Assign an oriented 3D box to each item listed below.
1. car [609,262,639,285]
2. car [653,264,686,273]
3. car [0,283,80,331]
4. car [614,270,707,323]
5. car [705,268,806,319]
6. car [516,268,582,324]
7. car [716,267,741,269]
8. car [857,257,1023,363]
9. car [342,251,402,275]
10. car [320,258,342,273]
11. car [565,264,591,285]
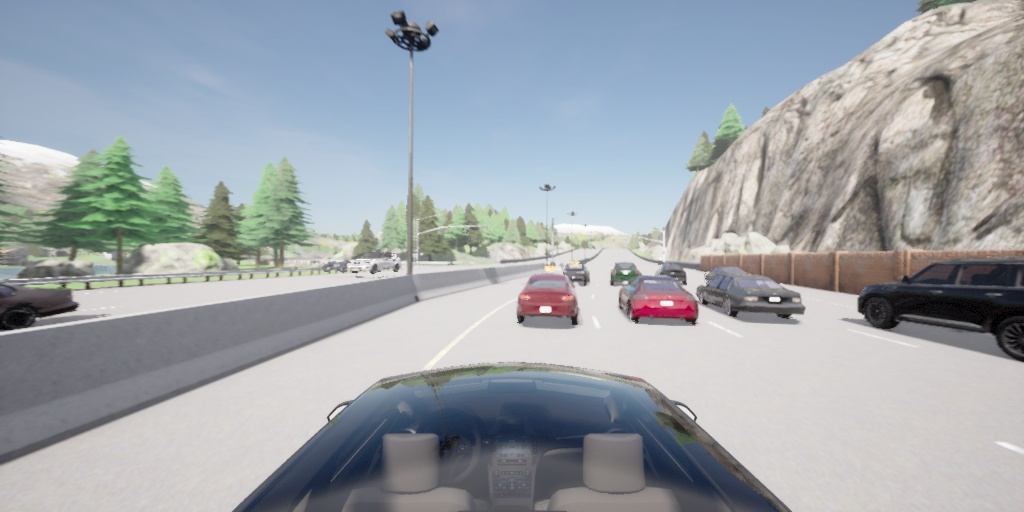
[{"bbox_3d":[8.414,1.203,26.873,2.097,1.767,4.553,0,0,15],"label":"car"},{"bbox_3d":[12.403,1.388,28.271,1.837,1.490,4.892,0,0,15],"label":"car"},{"bbox_3d":[-13.590,1.202,7.926,2.033,1.411,5.357,0,0,5],"label":"car"},{"bbox_3d":[4.896,1.367,12.481,1.994,1.385,4.181,0,0,10],"label":"car"},{"bbox_3d":[8.544,1.380,13.415,2.033,1.411,5.357,0,0,12],"label":"car"},{"bbox_3d":[1.244,1.300,12.035,1.812,1.442,4.674,0,0,8],"label":"car"},{"bbox_3d":[15.263,1.449,25.492,2.033,1.411,5.357,0,0,15],"label":"car"},{"bbox_3d":[11.200,1.061,8.365,2.150,2.045,5.566,0,-1,8],"label":"car"},{"bbox_3d":[-12.072,0.541,32.057,2.150,2.045,5.566,0,0,15],"label":"car"},{"bbox_3d":[-15.443,0.844,33.006,1.994,1.385,4.181,0,0,15],"label":"car"},{"bbox_3d":[4.861,1.316,27.159,2.128,1.511,4.902,0,0,15],"label":"car"}]
